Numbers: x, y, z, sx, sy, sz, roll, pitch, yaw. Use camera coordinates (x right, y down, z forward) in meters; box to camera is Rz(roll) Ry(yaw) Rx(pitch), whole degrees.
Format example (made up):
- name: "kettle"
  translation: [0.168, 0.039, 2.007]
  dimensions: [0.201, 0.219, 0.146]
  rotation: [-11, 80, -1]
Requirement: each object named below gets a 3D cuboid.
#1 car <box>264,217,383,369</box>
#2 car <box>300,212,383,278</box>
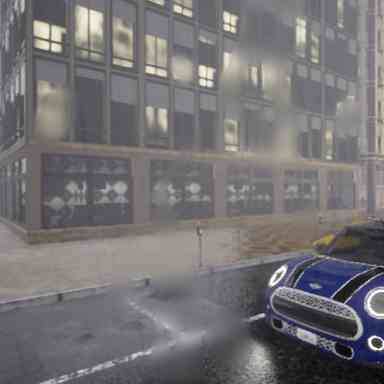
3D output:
- name: "car"
  translation: [3.368, 1.335, 5.762]
  dimensions: [4.553, 1.767, 2.097]
  rotation: [0, 0, -35]
- name: "car"
  translation: [5.698, 1.495, 10.623]
  dimensions: [4.829, 1.417, 1.752]
  rotation: [0, 0, -35]
